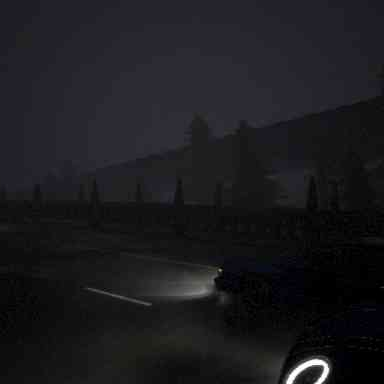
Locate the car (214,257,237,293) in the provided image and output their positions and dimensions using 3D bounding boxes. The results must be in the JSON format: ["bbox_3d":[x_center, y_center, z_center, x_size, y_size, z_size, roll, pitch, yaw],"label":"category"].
[{"bbox_3d":[3.079,1.547,6.095,5.357,1.411,2.033,0,0,36],"label":"car"}]

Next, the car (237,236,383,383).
[{"bbox_3d":[2.815,1.352,1.984,4.553,1.767,2.097,0,0,35],"label":"car"}]
